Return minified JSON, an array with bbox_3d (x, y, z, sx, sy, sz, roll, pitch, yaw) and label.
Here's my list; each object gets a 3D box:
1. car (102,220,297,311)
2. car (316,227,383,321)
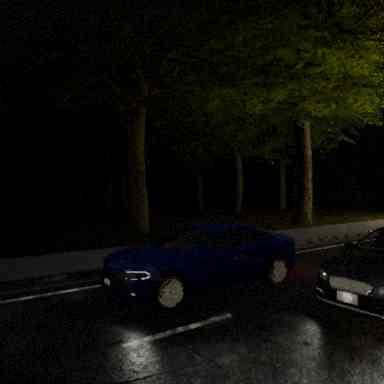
[{"bbox_3d":[0.380,1.476,7.953,5.008,1.535,1.882,0,0,-36],"label":"car"},{"bbox_3d":[4.570,1.488,6.953,4.902,1.511,2.128,0,0,-36],"label":"car"}]
